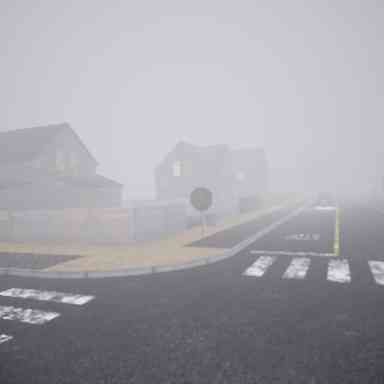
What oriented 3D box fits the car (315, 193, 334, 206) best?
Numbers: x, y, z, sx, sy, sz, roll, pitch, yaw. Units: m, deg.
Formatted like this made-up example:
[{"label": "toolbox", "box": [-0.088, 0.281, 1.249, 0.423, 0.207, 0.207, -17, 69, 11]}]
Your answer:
[{"label": "car", "box": [15.685, 0.823, 39.455, 2.128, 1.511, 4.902, -2, 0, 24]}]
